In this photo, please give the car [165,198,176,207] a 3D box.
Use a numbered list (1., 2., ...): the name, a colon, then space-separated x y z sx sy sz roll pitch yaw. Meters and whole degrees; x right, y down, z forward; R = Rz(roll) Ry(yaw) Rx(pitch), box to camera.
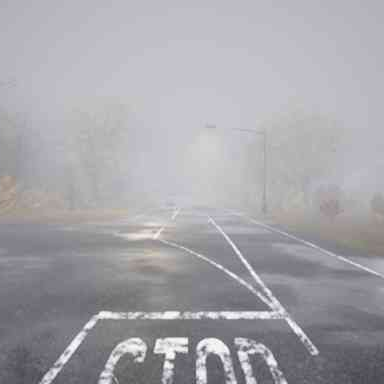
1. car: -3.864 1.945 61.137 1.837 1.490 4.892 0 0 -1
